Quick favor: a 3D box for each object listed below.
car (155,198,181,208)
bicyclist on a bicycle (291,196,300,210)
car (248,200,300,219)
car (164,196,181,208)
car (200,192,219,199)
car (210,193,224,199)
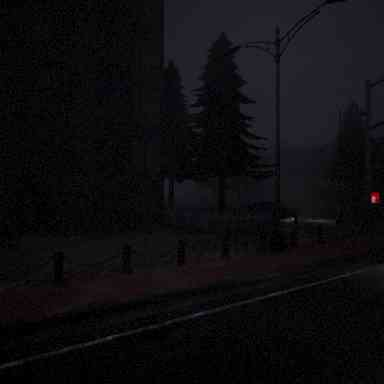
[{"bbox_3d":[-3.666,1.616,50.411,1.895,1.301,4.718,0,0,-34],"label":"car"},{"bbox_3d":[11.403,1.316,36.604,1.656,1.620,0.582,0,0,-37],"label":"bicyclist on a bicycle"},{"bbox_3d":[7.232,1.493,29.722,1.882,1.535,5.008,0,0,-37],"label":"car"},{"bbox_3d":[-3.436,1.580,43.895,1.994,1.385,4.181,0,0,-37],"label":"car"},{"bbox_3d":[5.073,1.112,92.407,1.932,1.855,4.605,0,0,-37],"label":"car"},{"bbox_3d":[7.161,1.092,94.470,1.905,1.878,3.866,0,0,-37],"label":"car"}]
